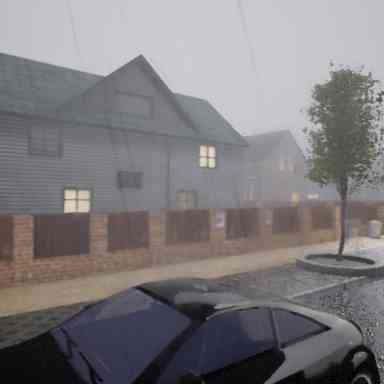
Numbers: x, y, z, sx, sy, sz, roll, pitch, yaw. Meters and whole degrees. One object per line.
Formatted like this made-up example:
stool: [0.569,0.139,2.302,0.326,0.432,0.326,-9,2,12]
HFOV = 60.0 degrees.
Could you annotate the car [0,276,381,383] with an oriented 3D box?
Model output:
car: [-0.184,1.573,2.939,4.181,1.385,1.994,0,0,-35]
